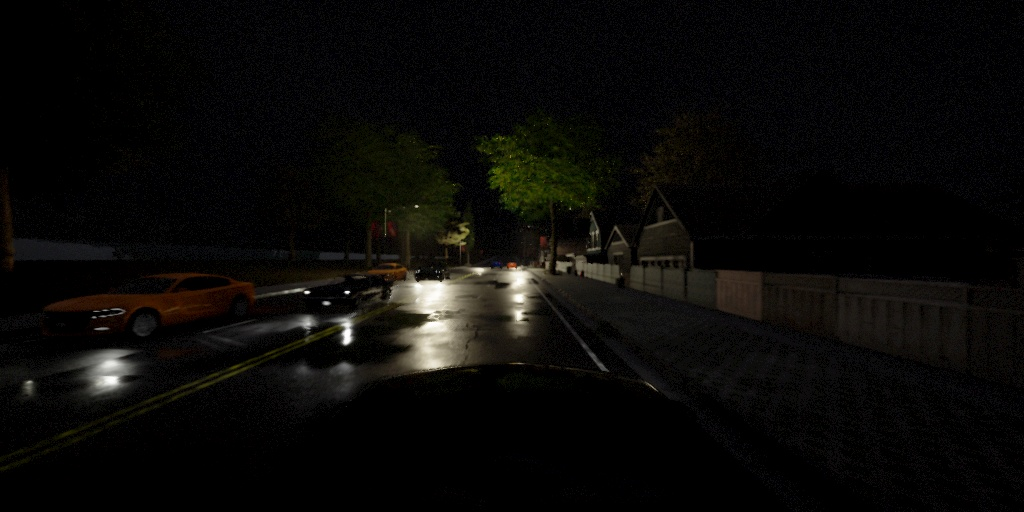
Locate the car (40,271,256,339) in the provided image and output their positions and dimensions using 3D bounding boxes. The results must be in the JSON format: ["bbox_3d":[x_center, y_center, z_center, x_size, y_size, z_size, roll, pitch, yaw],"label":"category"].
[{"bbox_3d":[-9.831,1.242,10.329,1.882,1.535,5.008,0,0,0],"label":"car"}]

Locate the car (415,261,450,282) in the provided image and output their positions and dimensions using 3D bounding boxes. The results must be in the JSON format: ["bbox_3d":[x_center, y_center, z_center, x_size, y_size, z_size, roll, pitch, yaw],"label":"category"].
[{"bbox_3d":[-6.546,1.220,29.863,2.097,1.767,4.553,0,0,1],"label":"car"}]

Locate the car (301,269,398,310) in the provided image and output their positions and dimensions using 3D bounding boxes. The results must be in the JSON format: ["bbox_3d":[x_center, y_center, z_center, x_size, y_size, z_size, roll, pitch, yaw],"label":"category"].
[{"bbox_3d":[-6.560,1.383,14.902,1.895,1.301,4.718,0,0,0],"label":"car"}]

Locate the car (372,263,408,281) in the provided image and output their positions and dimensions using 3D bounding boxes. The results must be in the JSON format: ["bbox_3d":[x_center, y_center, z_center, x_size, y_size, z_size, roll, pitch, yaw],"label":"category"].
[{"bbox_3d":[-9.805,1.337,28.503,1.882,1.535,5.008,0,-1,0],"label":"car"}]
